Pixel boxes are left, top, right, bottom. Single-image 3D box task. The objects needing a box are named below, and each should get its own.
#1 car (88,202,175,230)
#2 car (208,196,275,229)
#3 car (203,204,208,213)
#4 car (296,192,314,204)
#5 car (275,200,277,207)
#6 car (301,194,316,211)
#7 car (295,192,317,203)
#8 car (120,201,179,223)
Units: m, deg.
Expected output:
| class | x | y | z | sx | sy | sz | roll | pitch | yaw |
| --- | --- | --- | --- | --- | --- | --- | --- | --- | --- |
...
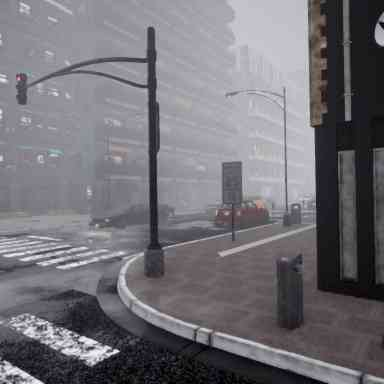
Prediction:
| class | x | y | z | sx | sy | sz | roll | pitch | yaw |
| --- | --- | --- | --- | --- | --- | --- | --- | --- | --- |
| car | -3.677 | 1.446 | 20.517 | 2.033 | 1.411 | 5.357 | -1 | 0 | 36 |
| car | 3.042 | 1.200 | 19.717 | 1.967 | 1.590 | 4.097 | -1 | 0 | 36 |
| car | 2.843 | 1.383 | 33.870 | 2.008 | 1.369 | 4.403 | -1 | 0 | 36 |
| car | 16.635 | 1.169 | 48.264 | 1.812 | 1.442 | 4.674 | -1 | 0 | 36 |
| car | 9.509 | 1.310 | 43.031 | 1.947 | 1.339 | 4.313 | -1 | 0 | 36 |
| car | 12.951 | 1.195 | 33.521 | 1.947 | 1.339 | 4.313 | -1 | 0 | 36 |
| car | 19.503 | 0.930 | 56.772 | 2.192 | 1.841 | 5.009 | -1 | 0 | 36 |
| car | -3.175 | 1.458 | 25.755 | 1.887 | 1.381 | 4.507 | -1 | 0 | 36 |
